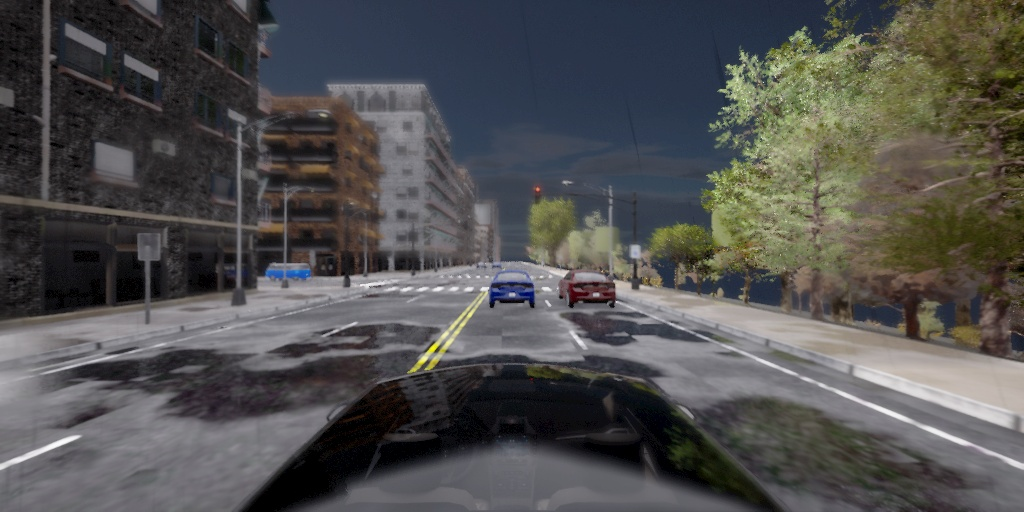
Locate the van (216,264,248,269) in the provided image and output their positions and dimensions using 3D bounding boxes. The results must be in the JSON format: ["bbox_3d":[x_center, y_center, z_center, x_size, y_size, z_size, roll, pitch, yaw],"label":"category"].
[{"bbox_3d":[-28.311,1.753,36.404,3.998,1.789,1.690,0,0,-1],"label":"van"}]

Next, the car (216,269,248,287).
[{"bbox_3d":[-22.625,1.873,28.133,4.207,1.307,1.802,0,0,-1],"label":"car"}]

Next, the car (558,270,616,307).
[{"bbox_3d":[3.260,1.365,16.317,1.882,1.535,5.008,0,0,0],"label":"car"}]

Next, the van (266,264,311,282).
[{"bbox_3d":[-22.710,1.680,36.480,3.998,1.789,1.690,0,0,-1],"label":"van"}]

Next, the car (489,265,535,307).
[{"bbox_3d":[0.011,1.365,16.338,1.882,1.535,5.008,0,0,0],"label":"car"}]
